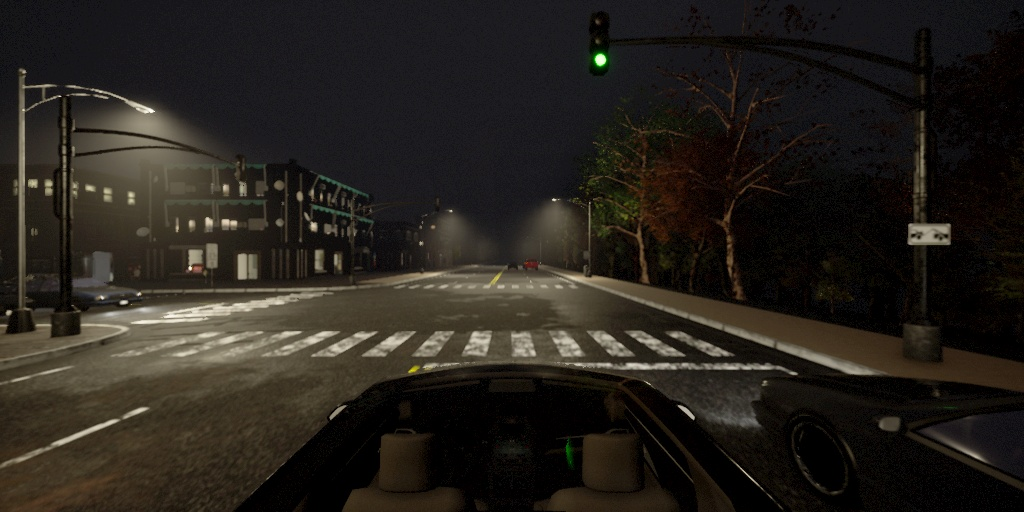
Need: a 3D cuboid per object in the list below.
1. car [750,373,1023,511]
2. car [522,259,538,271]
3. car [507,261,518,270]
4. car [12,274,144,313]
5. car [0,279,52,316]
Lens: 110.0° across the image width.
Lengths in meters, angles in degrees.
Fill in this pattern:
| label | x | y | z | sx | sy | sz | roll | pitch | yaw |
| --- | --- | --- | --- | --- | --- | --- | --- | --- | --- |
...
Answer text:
| label | x | y | z | sx | sy | sz | roll | pitch | yaw |
| --- | --- | --- | --- | --- | --- | --- | --- | --- | --- |
| car | 3.336 | 1.294 | 1.280 | 2.033 | 1.411 | 5.357 | 0 | 0 | 3 |
| car | 3.391 | 1.484 | 63.049 | 2.150 | 2.045 | 5.566 | 0 | 0 | 0 |
| car | 0.145 | 1.782 | 64.866 | 1.837 | 1.490 | 4.892 | 0 | 0 | 0 |
| car | -19.294 | 1.633 | 15.540 | 5.357 | 1.411 | 2.033 | -1 | 0 | 3 |
| car | -19.940 | 1.662 | 12.808 | 4.313 | 1.339 | 1.948 | 0 | 0 | 0 |
